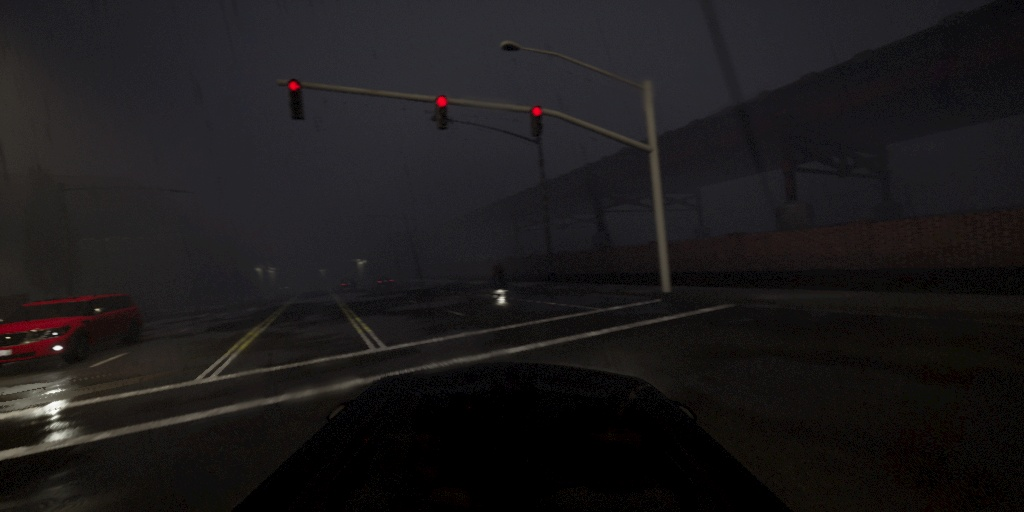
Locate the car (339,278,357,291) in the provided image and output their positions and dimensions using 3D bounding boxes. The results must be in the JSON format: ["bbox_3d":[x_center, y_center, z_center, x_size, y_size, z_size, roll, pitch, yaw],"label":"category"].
[{"bbox_3d":[-20.441,3.475,44.597,2.033,1.411,5.357,-5,0,-29],"label":"car"}]

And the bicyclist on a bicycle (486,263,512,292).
[{"bbox_3d":[-0.846,1.421,22.371,1.656,1.620,0.582,-5,0,-16],"label":"bicyclist on a bicycle"}]

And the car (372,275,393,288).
[{"bbox_3d":[-15.309,2.987,42.253,2.033,1.411,5.357,-5,0,-28],"label":"car"}]

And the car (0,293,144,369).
[{"bbox_3d":[-15.173,2.437,12.308,2.150,2.045,5.566,-5,0,-26],"label":"car"}]
